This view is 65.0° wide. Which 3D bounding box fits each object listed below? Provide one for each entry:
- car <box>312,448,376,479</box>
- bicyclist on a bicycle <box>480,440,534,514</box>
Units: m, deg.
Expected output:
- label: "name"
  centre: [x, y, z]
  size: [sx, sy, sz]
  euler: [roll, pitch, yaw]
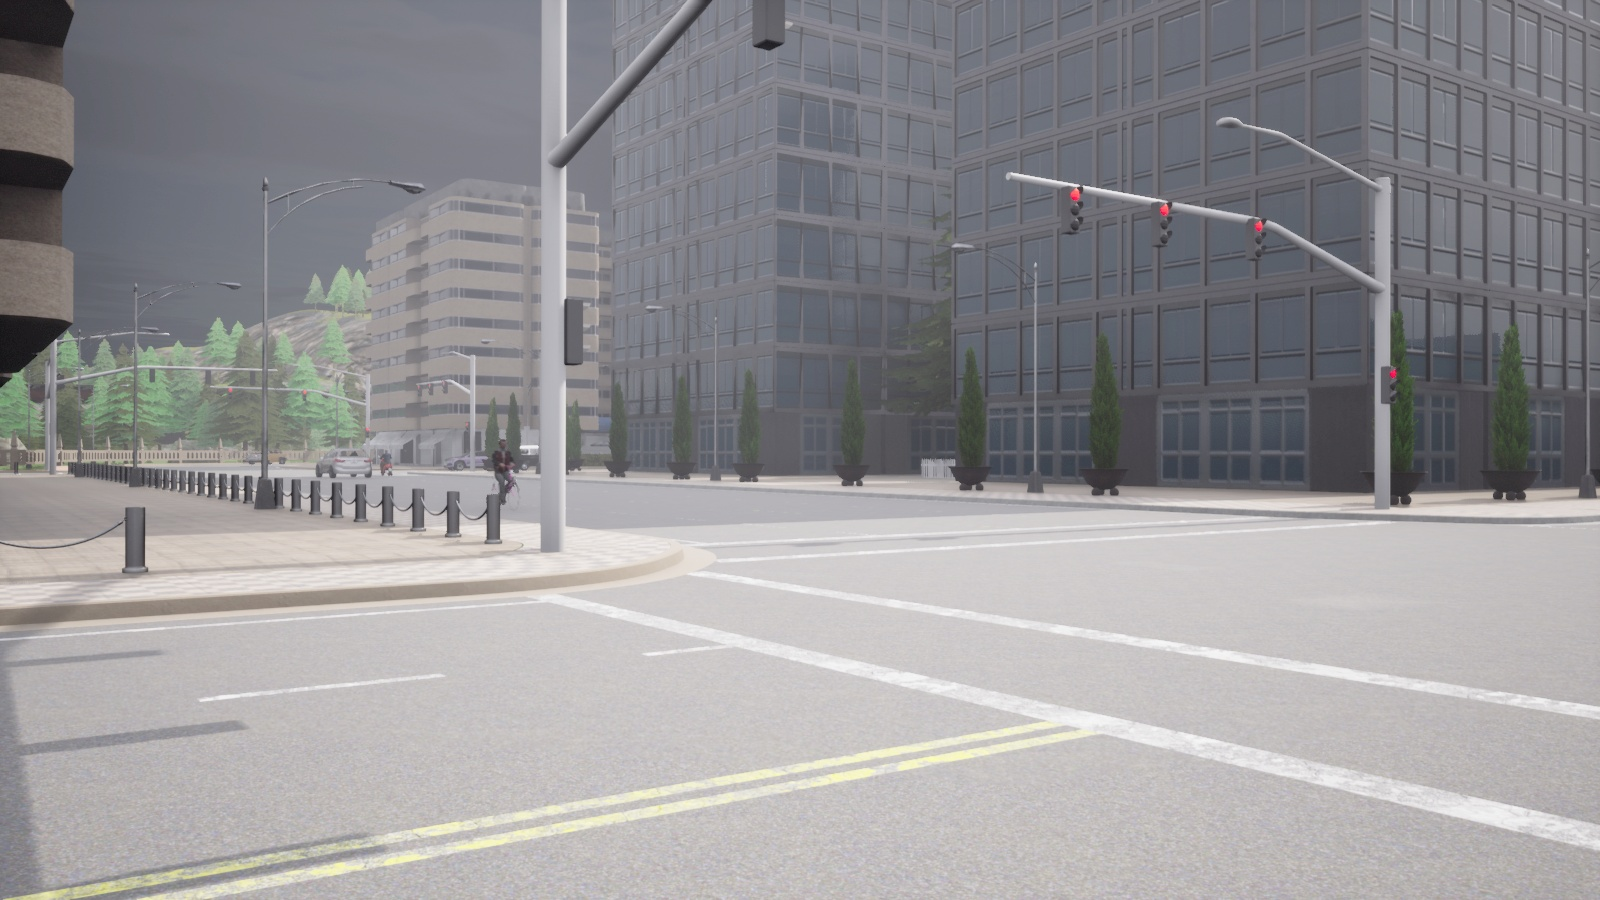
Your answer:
- label: "car"
  centre: [-25.523, 0.756, 70.225]
  size: [2.242, 1.667, 4.611]
  euler: [0, 0, -35]
- label: "bicyclist on a bicycle"
  centre: [-7.258, 0.649, 31.060]
  size: [0.659, 1.776, 1.843]
  euler: [0, 0, -34]
